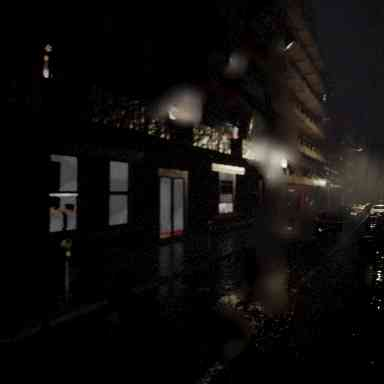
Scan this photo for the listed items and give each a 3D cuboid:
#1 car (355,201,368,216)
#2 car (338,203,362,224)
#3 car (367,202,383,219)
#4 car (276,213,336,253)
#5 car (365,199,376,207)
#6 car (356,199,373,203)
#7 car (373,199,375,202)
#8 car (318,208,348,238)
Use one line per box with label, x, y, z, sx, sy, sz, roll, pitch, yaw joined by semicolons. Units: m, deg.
car;19.107;2.117;38.917;2.008;1.369;4.403;0;-1;30
car;13.464;1.966;29.239;2.008;1.369;4.403;0;-1;30
car;19.650;2.062;34.628;1.812;1.442;4.674;0;-1;31
car;5.000;1.770;14.721;1.802;1.307;4.206;0;-1;30
car;41.679;2.493;77.633;2.192;1.841;5.009;0;-1;30
car;24.750;2.034;48.599;2.192;1.841;5.009;0;-1;30
car;38.857;2.652;72.790;2.008;1.369;4.403;0;-1;30
car;7.821;1.846;19.560;1.802;1.307;4.206;0;-1;30
